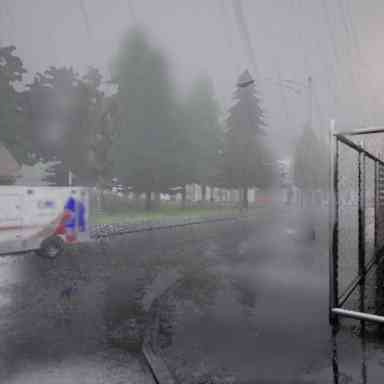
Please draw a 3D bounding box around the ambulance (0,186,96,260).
[{"bbox_3d":[-6.316,1.029,10.584,2.351,2.431,6.366,0,0,36],"label":"ambulance"}]
